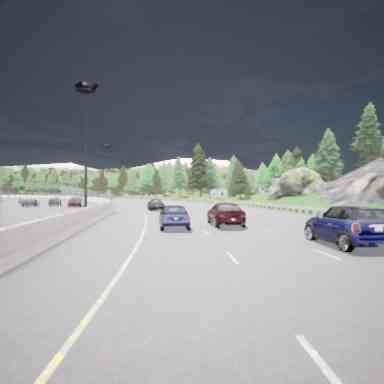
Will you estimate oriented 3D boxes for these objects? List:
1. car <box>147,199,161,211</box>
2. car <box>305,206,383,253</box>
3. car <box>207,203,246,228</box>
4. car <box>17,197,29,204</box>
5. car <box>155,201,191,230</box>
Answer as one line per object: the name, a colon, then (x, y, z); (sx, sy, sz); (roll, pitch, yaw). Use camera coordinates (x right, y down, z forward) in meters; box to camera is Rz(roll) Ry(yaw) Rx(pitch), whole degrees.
car: (-4.628, 1.600, 42.142); (1.994, 1.385, 4.181); (0, 0, -12)
car: (6.481, 1.347, 13.892); (2.097, 1.767, 4.553); (0, 0, -4)
car: (2.196, 1.487, 22.276); (1.882, 1.535, 5.008); (0, 0, -6)
car: (-35.064, 1.708, 69.248); (1.895, 1.301, 4.718); (0, 0, -23)
car: (-1.177, 1.563, 21.300); (2.033, 1.411, 5.357); (0, 0, -6)
